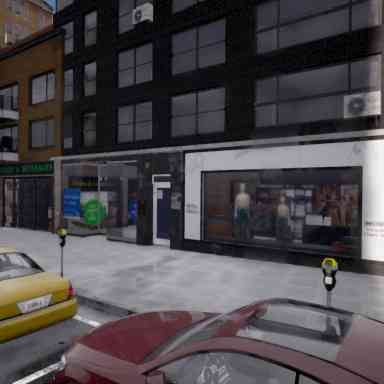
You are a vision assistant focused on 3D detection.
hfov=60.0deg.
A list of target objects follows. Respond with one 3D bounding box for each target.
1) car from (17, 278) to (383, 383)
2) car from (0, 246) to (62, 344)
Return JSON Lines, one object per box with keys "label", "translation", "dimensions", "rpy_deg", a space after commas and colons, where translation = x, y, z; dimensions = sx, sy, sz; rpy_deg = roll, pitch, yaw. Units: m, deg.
{"label": "car", "translation": [0.621, 1.582, 2.634], "dimensions": [4.206, 1.307, 1.802], "rpy_deg": [0, 1, 36]}
{"label": "car", "translation": [-4.065, 1.523, 5.977], "dimensions": [4.829, 1.417, 1.752], "rpy_deg": [0, 1, 36]}
